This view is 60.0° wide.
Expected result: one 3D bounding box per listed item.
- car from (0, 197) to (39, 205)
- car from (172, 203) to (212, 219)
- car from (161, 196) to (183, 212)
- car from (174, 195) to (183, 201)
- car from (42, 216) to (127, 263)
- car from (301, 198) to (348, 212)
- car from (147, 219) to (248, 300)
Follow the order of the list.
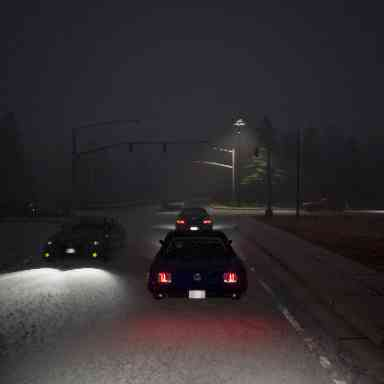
[{"bbox_3d":[-18.343,1.363,35.028,4.553,1.767,2.097,0,0,1],"label":"car"},{"bbox_3d":[0.099,1.511,17.396,1.812,1.442,4.674,0,0,0],"label":"car"},{"bbox_3d":[-2.352,1.515,39.233,1.812,1.442,4.674,0,0,-21],"label":"car"},{"bbox_3d":[-3.285,1.417,79.987,1.882,1.535,5.008,0,0,1],"label":"car"},{"bbox_3d":[-3.599,1.559,11.865,1.994,1.385,4.181,0,0,0],"label":"car"},{"bbox_3d":[15.151,1.473,38.126,5.008,1.535,1.882,0,0,1],"label":"car"},{"bbox_3d":[0.099,1.596,8.341,1.895,1.301,4.718,0,0,0],"label":"car"}]
